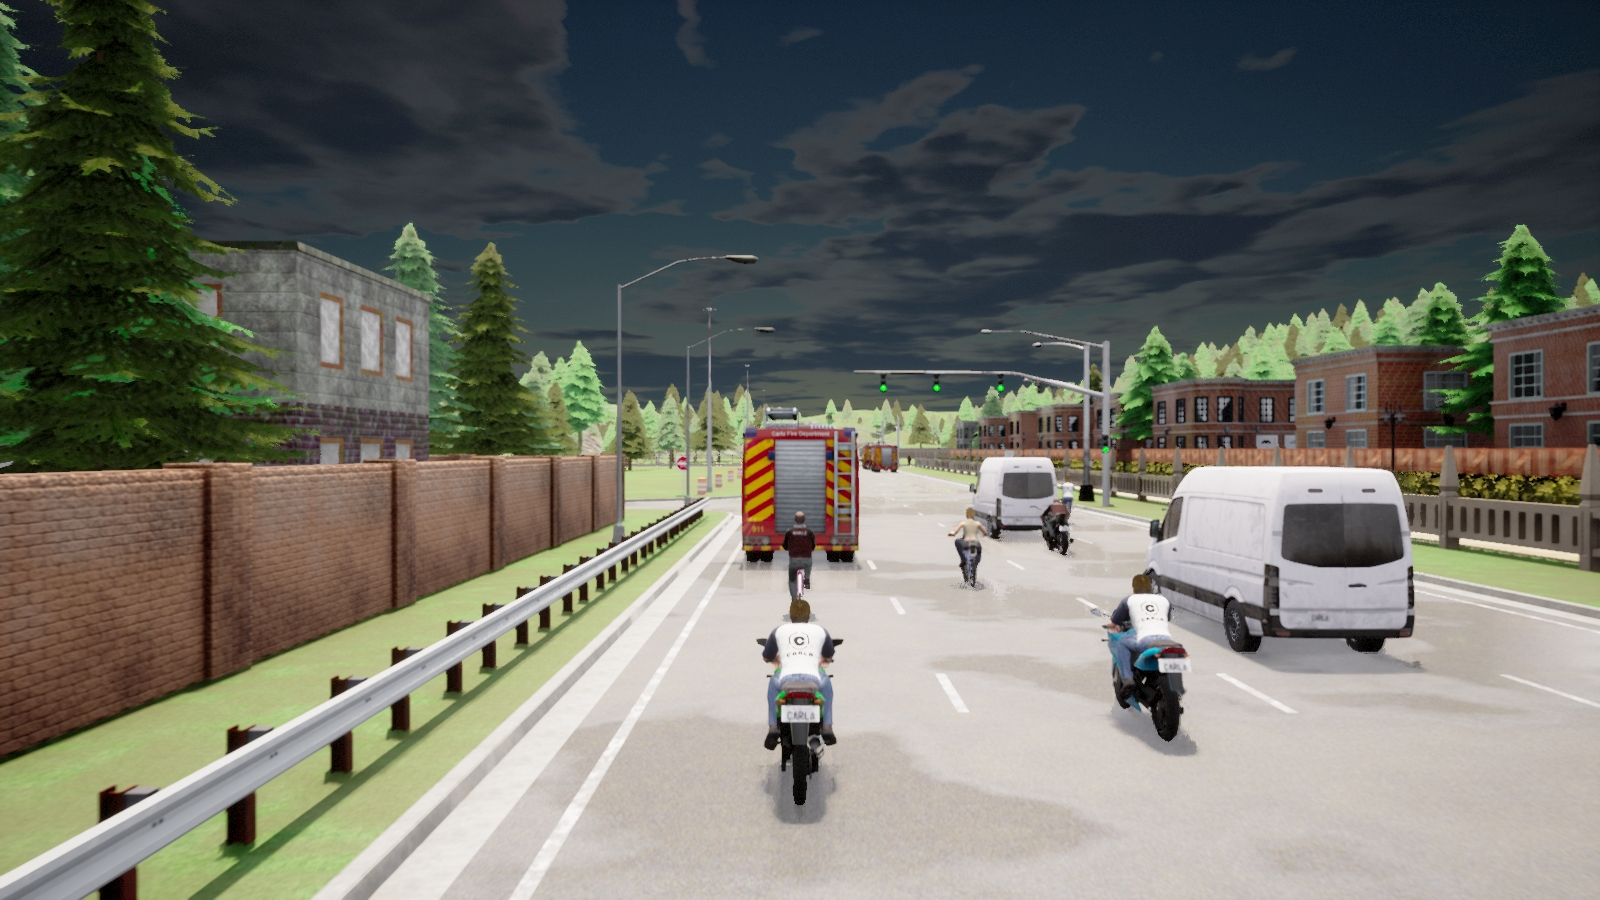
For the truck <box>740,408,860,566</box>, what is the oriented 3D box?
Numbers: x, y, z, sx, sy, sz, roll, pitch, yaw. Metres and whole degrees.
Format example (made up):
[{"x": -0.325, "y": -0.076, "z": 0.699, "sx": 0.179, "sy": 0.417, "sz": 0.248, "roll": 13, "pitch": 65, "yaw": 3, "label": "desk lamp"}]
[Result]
[{"x": -0.007, "y": 0.882, "z": 31.836, "sx": 2.891, "sy": 3.827, "sz": 8.468, "roll": 0, "pitch": 0, "yaw": 0, "label": "truck"}]

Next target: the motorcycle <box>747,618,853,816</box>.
[{"x": -0.001, "y": 2.183, "z": 9.724, "sx": 0.803, "sy": 1.199, "sz": 2.033, "roll": 0, "pitch": 0, "yaw": 0, "label": "motorcycle"}]

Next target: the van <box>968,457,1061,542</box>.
[{"x": 6.993, "y": 1.523, "z": 37.959, "sx": 1.988, "sy": 2.561, "sz": 5.915, "roll": 0, "pitch": 0, "yaw": 0, "label": "van"}]

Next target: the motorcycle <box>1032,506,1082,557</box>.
[{"x": 6.998, "y": 2.196, "z": 31.163, "sx": 0.867, "sy": 1.251, "sz": 2.209, "roll": 0, "pitch": 0, "yaw": 0, "label": "motorcycle"}]

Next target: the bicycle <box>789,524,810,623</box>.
[{"x": -0.009, "y": 2.054, "z": 19.392, "sx": 0.329, "sy": 1.471, "sz": 1.835, "roll": 0, "pitch": 0, "yaw": 0, "label": "bicycle"}]

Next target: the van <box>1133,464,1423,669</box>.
[{"x": 6.995, "y": 1.529, "z": 17.601, "sx": 1.988, "sy": 2.561, "sz": 5.915, "roll": 0, "pitch": 0, "yaw": 0, "label": "van"}]

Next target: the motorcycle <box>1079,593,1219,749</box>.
[{"x": 3.499, "y": 2.183, "z": 11.648, "sx": 0.803, "sy": 1.199, "sz": 2.033, "roll": 0, "pitch": 0, "yaw": 0, "label": "motorcycle"}]

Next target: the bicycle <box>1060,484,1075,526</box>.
[{"x": 9.953, "y": 2.044, "z": 42.542, "sx": 0.373, "sy": 1.496, "sz": 1.643, "roll": 0, "pitch": -1, "yaw": 6, "label": "bicycle"}]

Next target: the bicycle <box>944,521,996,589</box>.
[{"x": 3.498, "y": 2.151, "z": 23.617, "sx": 0.859, "sy": 1.277, "sz": 1.487, "roll": 0, "pitch": 0, "yaw": 0, "label": "bicycle"}]
